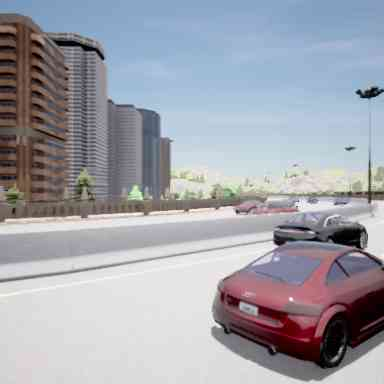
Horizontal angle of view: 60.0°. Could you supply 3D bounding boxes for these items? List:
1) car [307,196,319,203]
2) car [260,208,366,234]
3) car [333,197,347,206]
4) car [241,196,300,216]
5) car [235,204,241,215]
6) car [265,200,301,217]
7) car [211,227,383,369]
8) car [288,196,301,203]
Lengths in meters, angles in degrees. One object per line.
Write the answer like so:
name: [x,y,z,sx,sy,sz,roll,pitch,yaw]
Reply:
car: [25.838,1.658,71.185,1.837,1.490,4.892,0,0,12]
car: [5.052,1.522,12.775,4.902,1.511,2.128,0,0,-42]
car: [26.490,1.654,59.360,1.812,1.442,4.674,0,0,19]
car: [5.855,1.415,23.745,2.097,1.767,4.553,0,0,42]
car: [6.254,1.624,35.123,1.812,1.442,4.674,0,0,37]
car: [9.210,1.590,33.238,1.837,1.490,4.892,0,0,36]
car: [2.342,1.579,5.852,4.181,1.385,1.994,0,0,-39]
car: [22.734,1.692,73.778,2.033,1.411,5.357,0,0,9]
